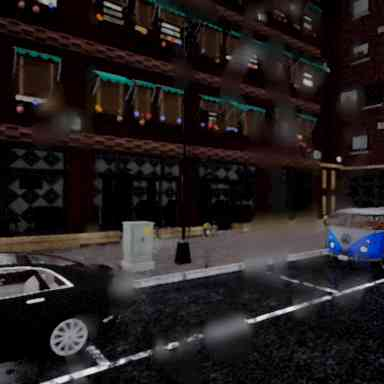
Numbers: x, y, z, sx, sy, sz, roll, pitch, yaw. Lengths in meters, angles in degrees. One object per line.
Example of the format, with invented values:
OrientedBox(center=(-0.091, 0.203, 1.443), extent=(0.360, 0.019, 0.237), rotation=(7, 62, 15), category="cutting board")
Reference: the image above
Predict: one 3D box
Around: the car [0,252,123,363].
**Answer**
OrientedBox(center=(-3.101, 1.550, 4.339), extent=(4.403, 1.369, 2.008), rotation=(0, 0, -35), category="car")

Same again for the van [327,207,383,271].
OrientedBox(center=(6.121, 1.402, 10.913), extent=(3.998, 1.788, 1.690), rotation=(0, 0, -35), category="van")
